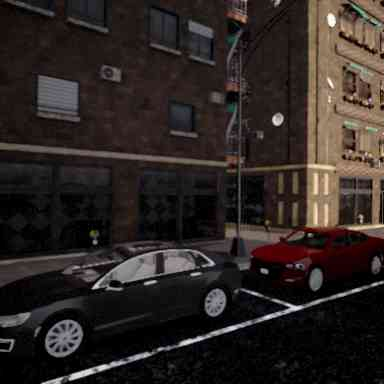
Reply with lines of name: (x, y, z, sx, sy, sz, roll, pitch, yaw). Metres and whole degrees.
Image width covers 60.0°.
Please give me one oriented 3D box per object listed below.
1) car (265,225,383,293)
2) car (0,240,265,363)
car: (3.527, 1.627, 9.074, 4.507, 1.381, 1.887, 1, 0, -35)
car: (-1.061, 1.575, 5.801, 4.403, 1.369, 2.008, 1, 0, -35)
